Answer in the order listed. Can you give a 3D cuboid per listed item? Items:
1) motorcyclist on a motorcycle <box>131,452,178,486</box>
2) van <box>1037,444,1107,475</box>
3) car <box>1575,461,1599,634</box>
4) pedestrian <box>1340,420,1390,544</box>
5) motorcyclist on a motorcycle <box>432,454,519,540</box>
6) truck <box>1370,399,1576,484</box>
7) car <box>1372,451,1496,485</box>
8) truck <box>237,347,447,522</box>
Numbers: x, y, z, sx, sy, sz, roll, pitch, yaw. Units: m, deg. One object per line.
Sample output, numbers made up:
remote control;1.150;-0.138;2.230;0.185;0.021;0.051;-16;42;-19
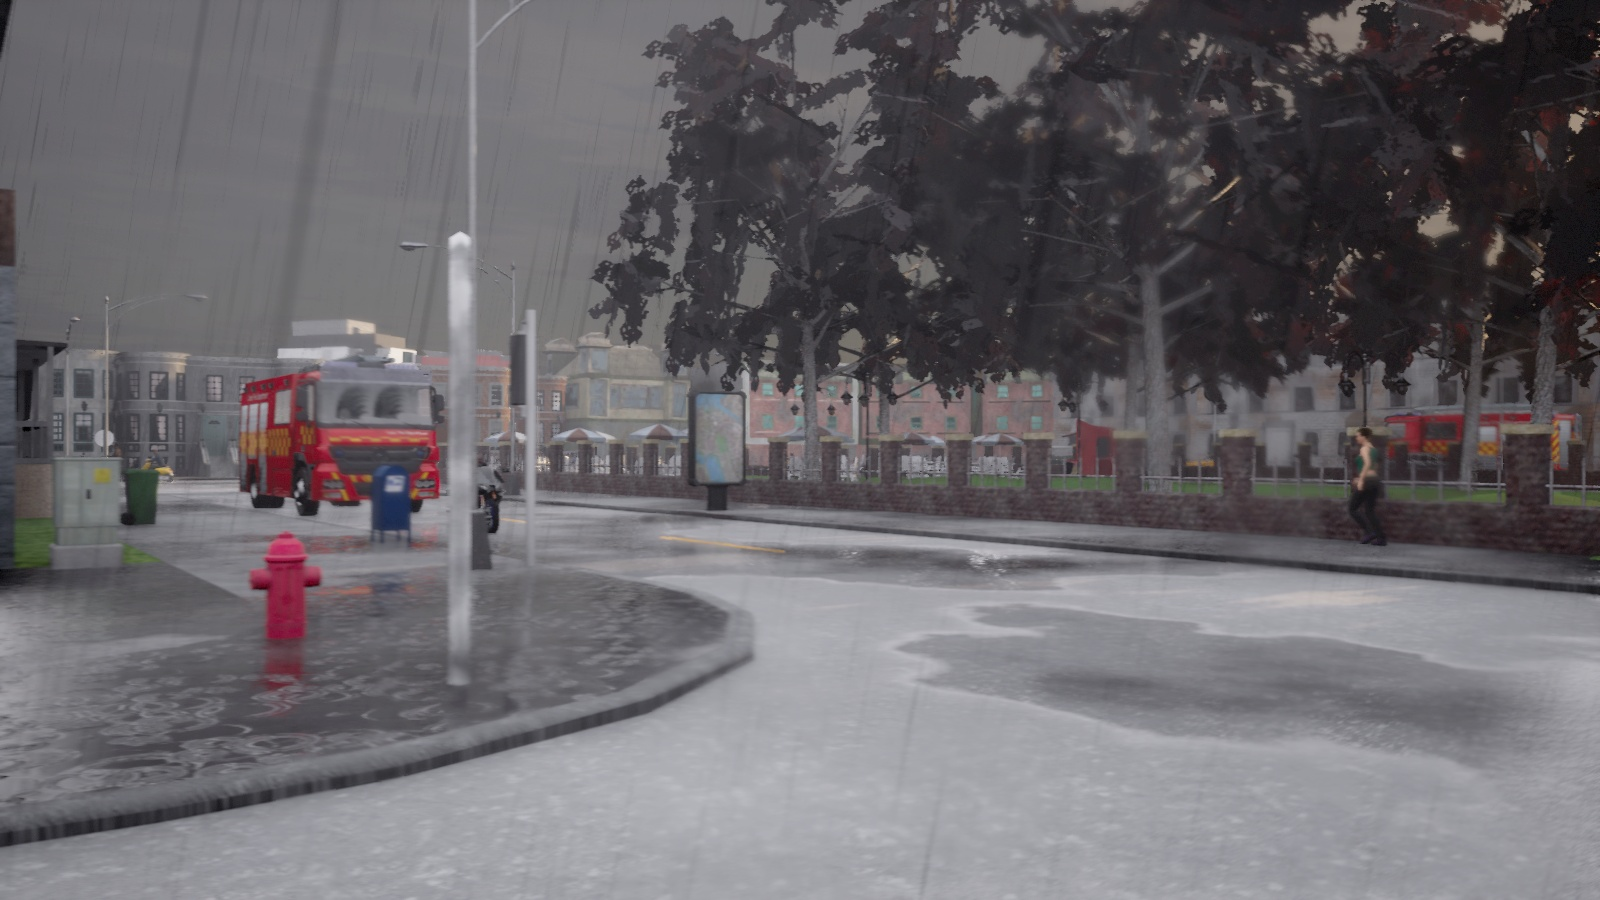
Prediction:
motorcyclist on a motorcycle;-31.167;0.907;60.633;1.817;1.590;0.866;0;2;4
van;17.776;0.627;82.352;1.775;1.987;4.442;0;0;-35
car;6.977;0.791;7.935;2.033;1.411;5.357;0;0;14
pedestrian;8.523;0.473;18.945;0.345;1.836;0.594;0;0;-35
motorcyclist on a motorcycle;-6.118;0.846;23.597;0.866;1.530;2.191;0;0;-35
truck;32.592;-0.374;61.208;2.891;3.827;8.468;0;0;-35
car;29.519;0.797;58.624;1.837;1.490;4.892;0;0;-35
truck;-11.802;-0.322;31.739;2.891;3.827;8.468;0;0;-35
